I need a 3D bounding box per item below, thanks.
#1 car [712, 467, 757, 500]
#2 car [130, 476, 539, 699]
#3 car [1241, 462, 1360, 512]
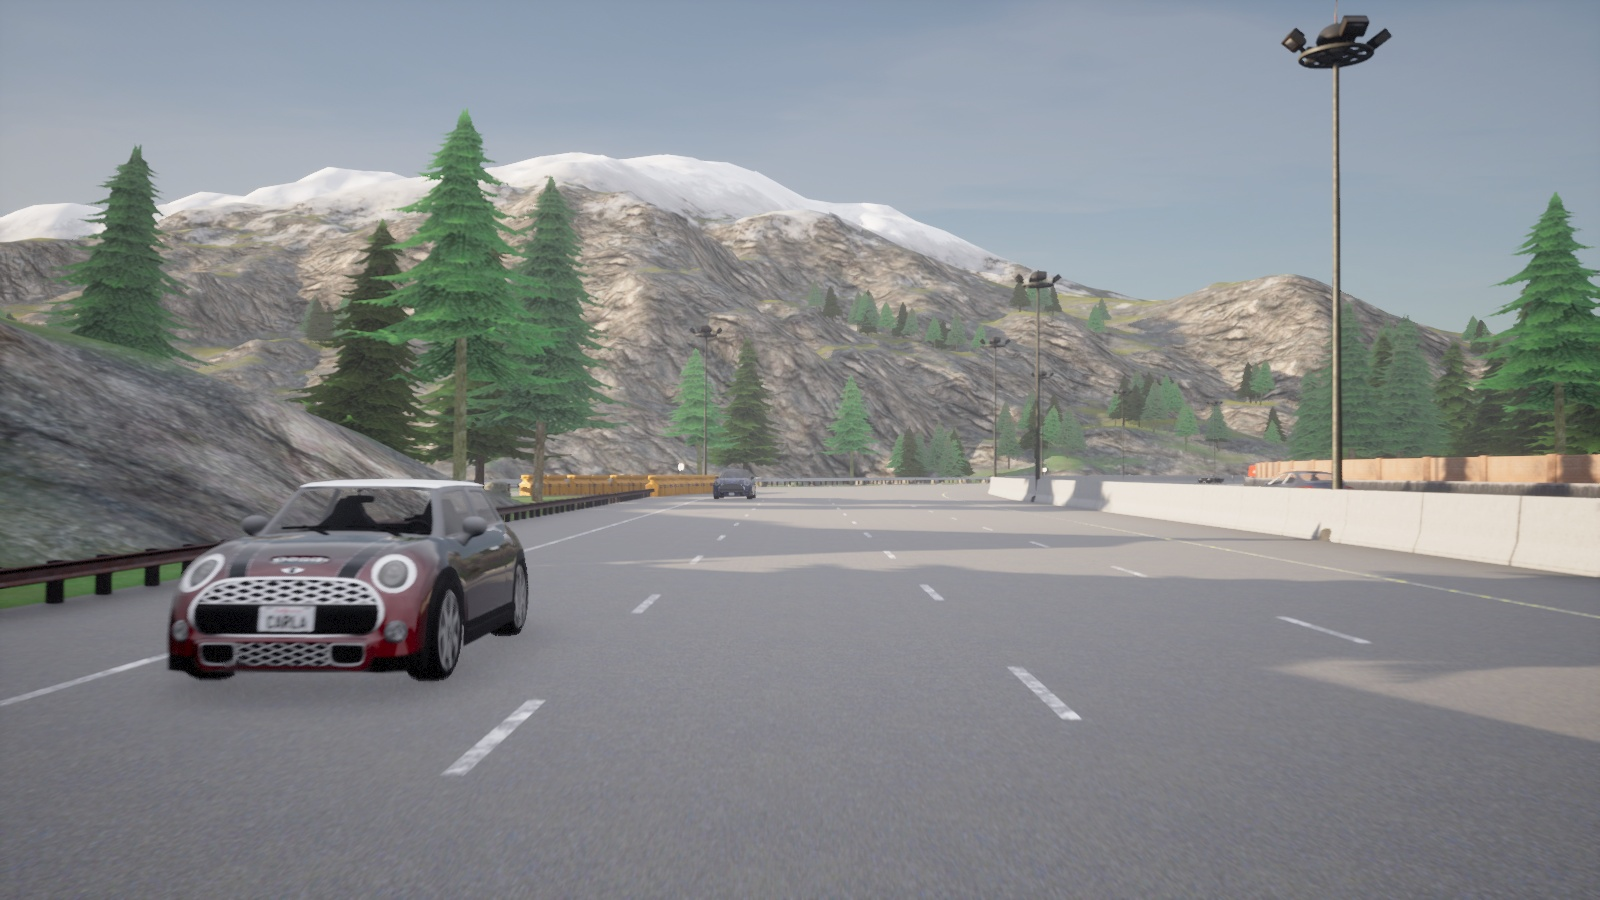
[{"bbox_3d":[-3.598,1.851,69.495,2.097,1.767,4.553,0,-1,2],"label":"car"},{"bbox_3d":[-3.525,0.967,10.356,1.970,1.475,3.806,0,-1,0],"label":"car"},{"bbox_3d":[17.392,1.259,43.930,2.152,1.651,5.027,0,-1,0],"label":"car"}]
